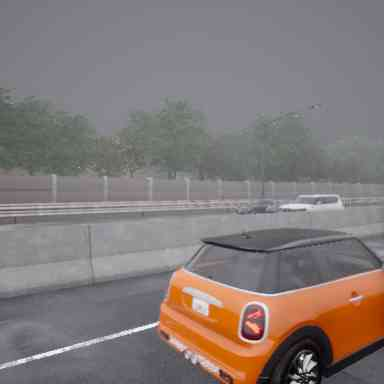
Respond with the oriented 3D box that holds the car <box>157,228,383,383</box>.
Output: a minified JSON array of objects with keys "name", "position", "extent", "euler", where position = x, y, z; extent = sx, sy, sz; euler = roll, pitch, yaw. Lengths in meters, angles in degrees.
[{"name":"car","position":[1.821,1.345,5.112],"extent":[4.553,1.767,2.097],"euler":[0,0,-36]}]

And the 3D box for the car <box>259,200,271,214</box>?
[{"name":"car","position":[8.097,1.315,27.299],"extent":[4.553,1.767,2.097],"euler":[0,0,-36]}]

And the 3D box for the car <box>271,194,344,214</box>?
[{"name":"car","position":[8.343,1.187,23.141],"extent":[5.566,2.045,2.150],"euler":[0,0,-36]}]

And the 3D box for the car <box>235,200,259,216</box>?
[{"name":"car","position":[6.020,1.467,30.114],"extent":[4.892,1.490,1.837],"euler":[0,0,-36]}]
